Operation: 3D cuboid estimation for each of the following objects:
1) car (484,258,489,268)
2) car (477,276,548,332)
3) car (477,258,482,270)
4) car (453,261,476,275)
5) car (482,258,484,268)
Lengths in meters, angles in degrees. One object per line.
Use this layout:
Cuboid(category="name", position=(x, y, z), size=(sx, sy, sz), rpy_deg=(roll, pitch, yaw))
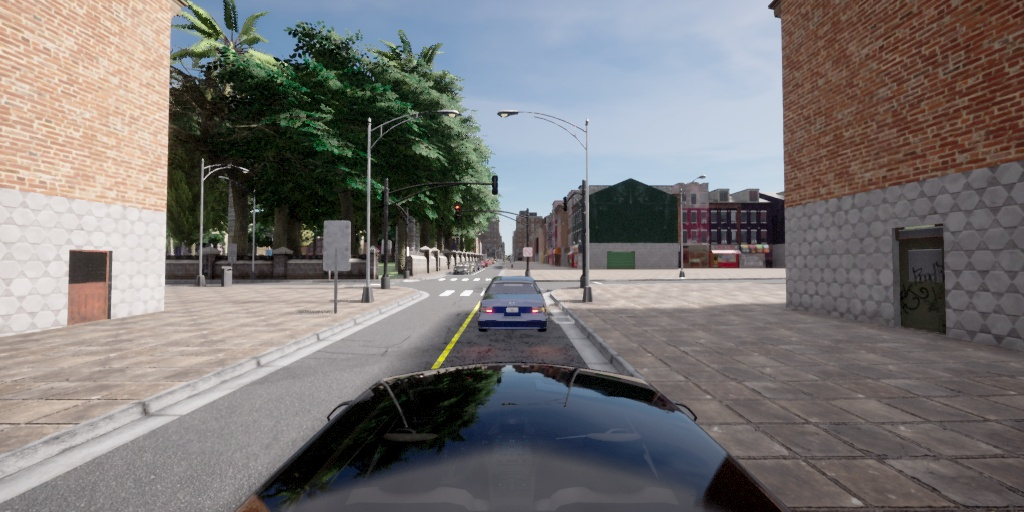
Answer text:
Cuboid(category="car", position=(-5.641, 1.422, 63.481), size=(1.802, 1.307, 4.207), rpy_deg=(0, 0, 0))
Cuboid(category="car", position=(0.027, 1.302, 10.850), size=(2.033, 1.411, 5.357), rpy_deg=(0, 0, 0))
Cuboid(category="car", position=(-5.522, 1.348, 47.131), size=(2.007, 1.370, 4.403), rpy_deg=(0, 0, 0))
Cuboid(category="car", position=(-5.497, 1.336, 39.996), size=(2.007, 1.370, 4.403), rpy_deg=(0, 0, 0))
Cuboid(category="car", position=(-5.562, 1.375, 52.581), size=(1.948, 1.339, 4.313), rpy_deg=(0, 0, 0))
